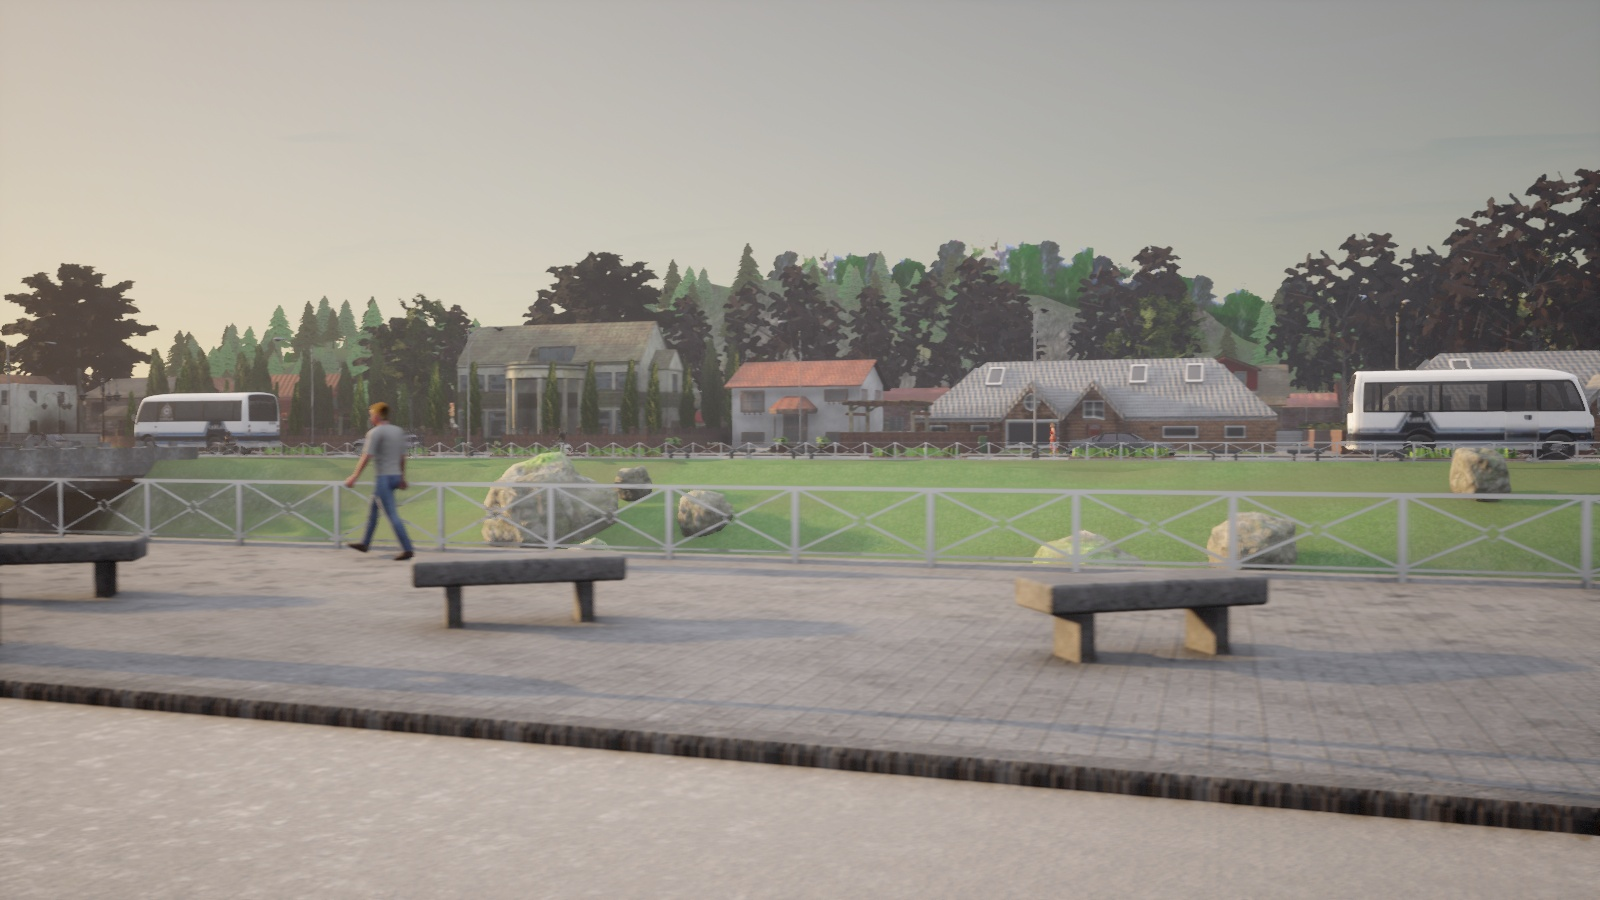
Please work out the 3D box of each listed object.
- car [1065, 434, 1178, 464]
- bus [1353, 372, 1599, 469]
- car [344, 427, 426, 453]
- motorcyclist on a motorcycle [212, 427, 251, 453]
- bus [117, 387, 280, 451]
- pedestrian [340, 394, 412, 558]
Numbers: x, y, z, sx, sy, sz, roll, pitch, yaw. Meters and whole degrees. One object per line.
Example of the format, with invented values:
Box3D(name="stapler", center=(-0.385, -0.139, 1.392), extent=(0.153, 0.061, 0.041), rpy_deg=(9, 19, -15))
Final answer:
Box3D(name="car", center=(16.202, -0.079, 63.318), extent=(5.357, 1.411, 2.033), rpy_deg=(1, 1, 19))
Box3D(name="bus", center=(31.421, -1.363, 58.173), extent=(10.273, 4.253, 3.944), rpy_deg=(1, 1, 19))
Box3D(name="car", center=(-27.130, -0.661, 82.127), extent=(4.856, 1.649, 2.033), rpy_deg=(1, 1, 19))
Box3D(name="motorcyclist on a motorcycle", center=(-36.734, -0.661, 81.140), extent=(2.350, 1.649, 0.766), rpy_deg=(1, 1, 19))
Box3D(name="bus", center=(-41.658, -2.100, 86.999), extent=(10.273, 4.253, 3.944), rpy_deg=(1, 1, 19))
Box3D(name="pedestrian", center=(-4.858, 0.288, 14.386), extent=(0.706, 1.836, 0.354), rpy_deg=(1, 1, 17))
